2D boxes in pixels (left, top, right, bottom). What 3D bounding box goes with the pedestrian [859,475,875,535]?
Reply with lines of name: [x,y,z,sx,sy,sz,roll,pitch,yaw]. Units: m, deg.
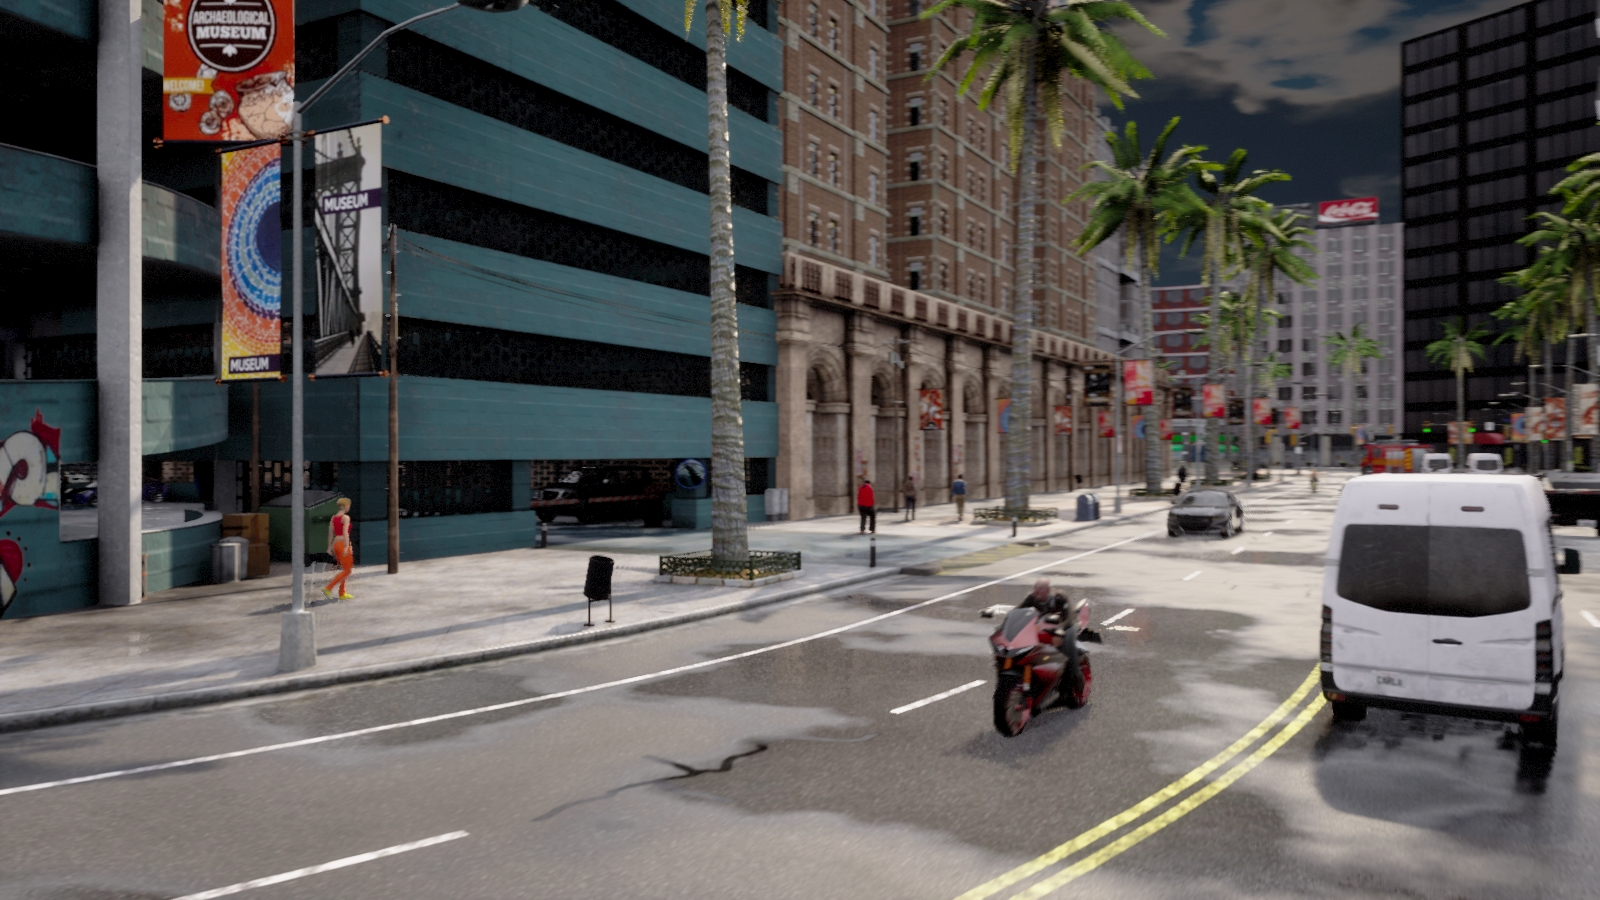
pedestrian: [2.108,1.737,35.947,0.375,1.860,0.375,0,0,33]

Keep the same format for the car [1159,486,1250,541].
car: [13.559,2.067,38.080,2.097,1.535,5.006,0,0,28]

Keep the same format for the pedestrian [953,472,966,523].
pedestrian: [5.912,1.740,42.286,0.375,1.860,0.375,0,0,25]

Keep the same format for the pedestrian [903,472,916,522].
pedestrian: [4.096,1.742,42.674,0.375,1.860,0.375,0,0,28]

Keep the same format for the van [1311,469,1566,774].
van: [7.451,1.543,12.960,1.988,2.561,5.915,0,0,34]

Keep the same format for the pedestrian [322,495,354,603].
pedestrian: [-8.122,1.726,20.086,0.375,1.860,0.375,0,0,34]

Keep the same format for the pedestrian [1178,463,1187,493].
pedestrian: [23.893,1.758,71.347,0.375,1.860,0.375,0,0,43]

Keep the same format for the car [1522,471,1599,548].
car: [24.238,1.774,35.751,2.390,2.098,6.274,0,0,28]

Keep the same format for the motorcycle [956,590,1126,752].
motorcycle: [2.551,2.217,11.875,0.867,1.251,2.209,-1,0,37]
